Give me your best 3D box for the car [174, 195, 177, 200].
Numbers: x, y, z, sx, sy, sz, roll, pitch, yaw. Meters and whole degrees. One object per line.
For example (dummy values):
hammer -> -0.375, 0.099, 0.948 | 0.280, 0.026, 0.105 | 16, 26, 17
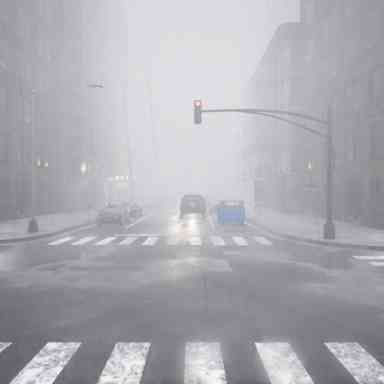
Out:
car -> -5.374, 1.409, 79.985 | 1.967, 1.590, 4.097 | 0, 0, 0

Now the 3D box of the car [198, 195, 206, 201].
car -> 2.652, 1.531, 85.668 | 1.947, 1.339, 4.313 | 0, 0, 0

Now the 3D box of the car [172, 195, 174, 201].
car -> -5.376, 1.292, 68.621 | 2.192, 1.841, 5.009 | 0, 0, 0

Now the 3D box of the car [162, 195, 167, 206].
car -> -5.379, 1.556, 51.576 | 1.947, 1.339, 4.313 | 0, 0, 0

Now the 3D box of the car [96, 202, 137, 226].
car -> -5.384, 1.549, 23.166 | 2.008, 1.369, 4.403 | 0, 0, 0

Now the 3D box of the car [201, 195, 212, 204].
car -> 2.648, 1.422, 62.943 | 1.967, 1.590, 4.097 | 0, 0, 0

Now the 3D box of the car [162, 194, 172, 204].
car -> -5.377, 1.547, 62.939 | 1.947, 1.339, 4.313 | 0, 0, 0

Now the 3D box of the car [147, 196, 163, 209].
car -> -5.380, 1.519, 45.724 | 1.752, 1.417, 4.829 | 0, 0, 0

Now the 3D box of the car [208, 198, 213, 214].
car -> 2.643, 1.580, 34.536 | 1.802, 1.307, 4.206 | 0, 0, 0

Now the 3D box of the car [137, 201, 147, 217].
car -> -5.383, 1.543, 28.848 | 1.887, 1.381, 4.507 | 0, 0, 0

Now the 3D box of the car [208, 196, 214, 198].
car -> 2.645, 1.576, 45.899 | 1.802, 1.307, 4.206 | 0, 0, 0

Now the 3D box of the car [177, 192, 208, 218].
car -> 0.086, 1.220, 30.123 | 2.150, 2.045, 5.566 | 0, 0, 0

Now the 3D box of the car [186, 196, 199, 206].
car -> 0.108, 1.478, 56.616 | 2.128, 1.511, 4.902 | 0, 0, 0

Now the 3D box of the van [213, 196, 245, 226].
van -> 2.641, 1.340, 23.174 | 1.690, 1.788, 3.998 | 0, 0, 0

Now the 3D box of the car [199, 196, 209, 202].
car -> 2.650, 1.524, 74.305 | 2.008, 1.369, 4.403 | 0, 0, 0
